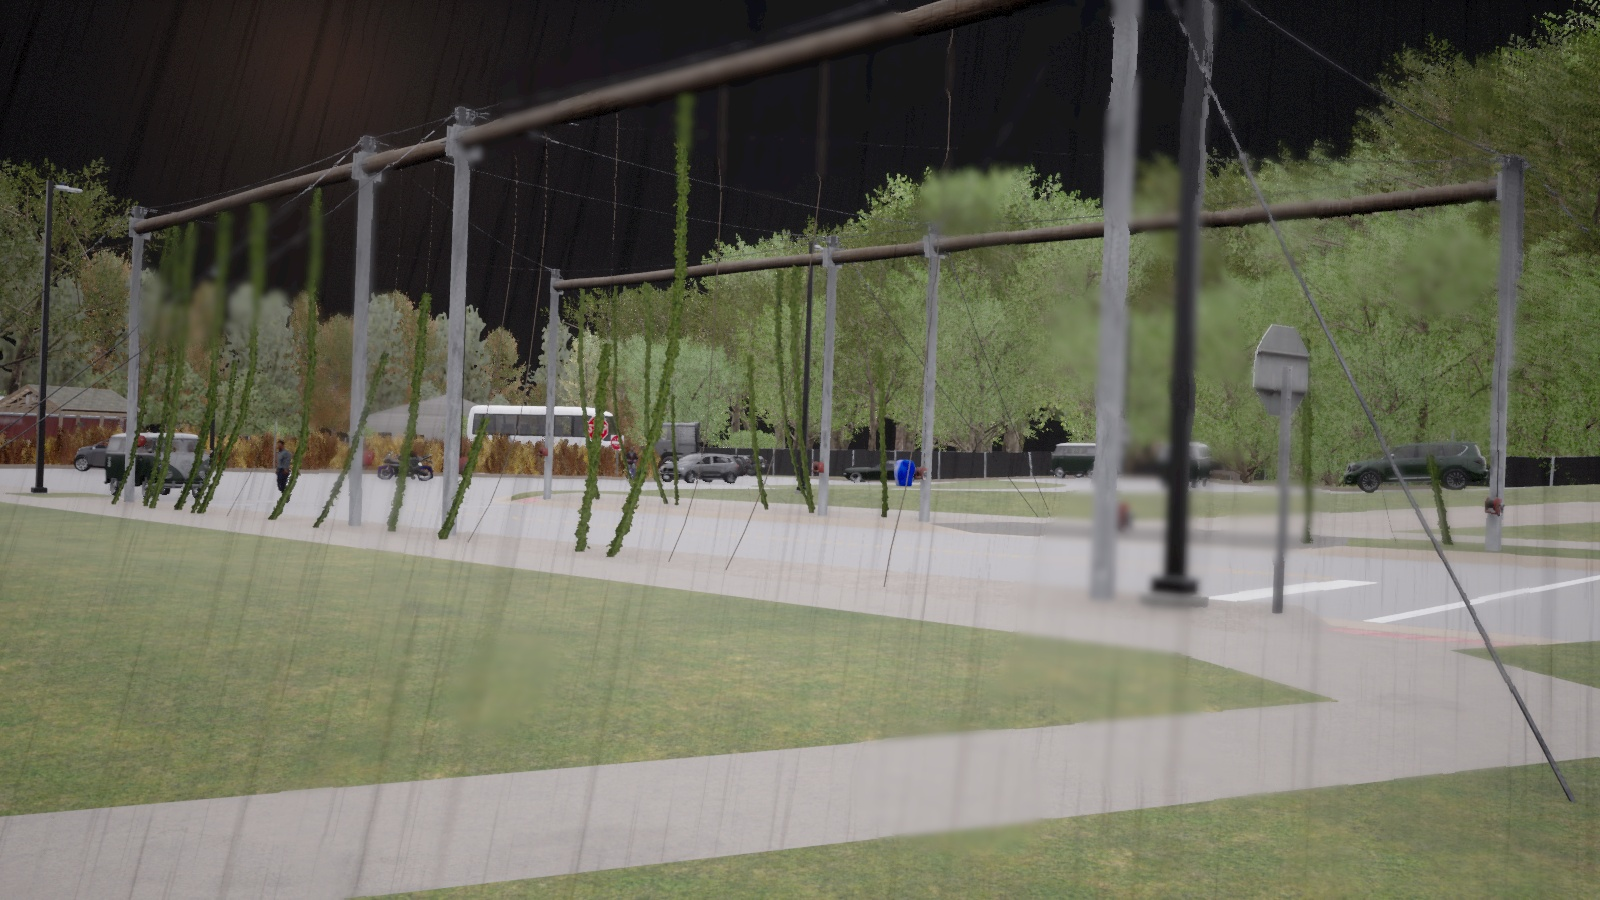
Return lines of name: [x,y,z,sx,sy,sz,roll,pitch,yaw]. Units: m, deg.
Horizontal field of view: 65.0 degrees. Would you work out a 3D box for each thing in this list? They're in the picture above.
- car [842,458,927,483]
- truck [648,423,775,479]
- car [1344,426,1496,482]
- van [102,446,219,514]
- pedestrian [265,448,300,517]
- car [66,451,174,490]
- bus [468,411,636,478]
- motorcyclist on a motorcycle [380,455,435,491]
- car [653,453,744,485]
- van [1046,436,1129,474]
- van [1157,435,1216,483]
car: [5.024,1.200,74.255,4.718,1.301,1.895,-2,0,14]
truck: [-5.778,0.029,81.616,7.936,3.462,2.891,0,1,27]
car: [26.278,0.185,53.496,5.566,2.045,2.150,-3,-1,22]
van: [-19.719,0.892,38.641,4.442,1.987,1.775,0,-1,42]
pedestrian: [-14.868,0.931,36.106,0.423,1.949,0.788,1,0,40]
car: [-28.300,0.829,52.299,3.633,1.501,1.845,1,1,14]
bus: [-16.411,-0.397,83.295,10.273,4.253,3.944,0,1,14]
motorcyclist on a motorcycle: [-16.921,0.986,54.116,2.191,1.530,0.866,0,1,-21]
car: [-5.549,1.050,68.868,2.242,1.667,4.611,0,-1,44]
van: [15.590,0.280,68.308,1.775,1.987,4.442,-1,0,-31]
van: [17.193,0.350,55.776,1.775,1.987,4.442,0,1,27]
